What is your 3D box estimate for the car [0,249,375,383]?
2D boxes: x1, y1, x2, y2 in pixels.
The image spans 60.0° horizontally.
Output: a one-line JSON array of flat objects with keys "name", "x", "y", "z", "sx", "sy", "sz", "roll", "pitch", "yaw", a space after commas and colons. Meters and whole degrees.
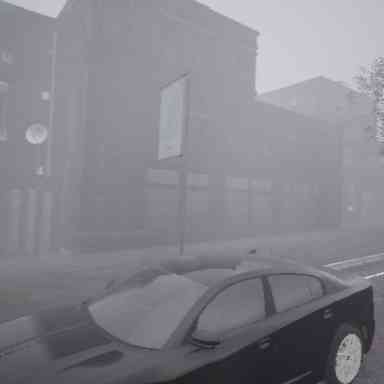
[{"name": "car", "x": 0.105, "y": 1.489, "z": 3.761, "sx": 5.008, "sy": 1.535, "sz": 1.882, "roll": 0, "pitch": 0, "yaw": -36}]
